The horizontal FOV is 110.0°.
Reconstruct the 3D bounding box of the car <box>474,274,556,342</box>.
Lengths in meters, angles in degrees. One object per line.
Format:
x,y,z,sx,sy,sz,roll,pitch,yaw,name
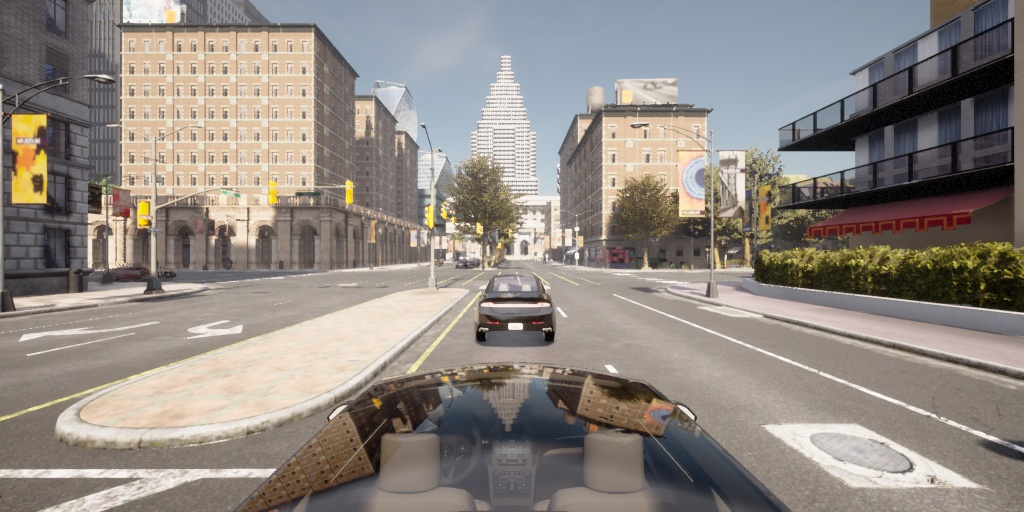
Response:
0.083,1.242,9.815,2.128,1.511,4.902,0,0,0,car

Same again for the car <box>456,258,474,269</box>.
-8.002,1.241,58.564,2.128,1.511,4.902,0,0,0,car

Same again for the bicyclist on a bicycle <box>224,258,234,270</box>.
-37.237,1.050,47.226,0.582,1.620,1.656,0,0,0,bicyclist on a bicycle

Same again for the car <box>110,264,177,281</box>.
-30.089,1.314,29.286,4.181,1.385,1.994,0,0,0,car
